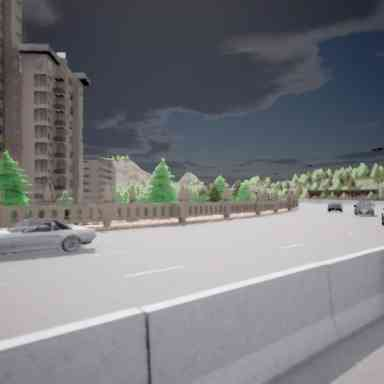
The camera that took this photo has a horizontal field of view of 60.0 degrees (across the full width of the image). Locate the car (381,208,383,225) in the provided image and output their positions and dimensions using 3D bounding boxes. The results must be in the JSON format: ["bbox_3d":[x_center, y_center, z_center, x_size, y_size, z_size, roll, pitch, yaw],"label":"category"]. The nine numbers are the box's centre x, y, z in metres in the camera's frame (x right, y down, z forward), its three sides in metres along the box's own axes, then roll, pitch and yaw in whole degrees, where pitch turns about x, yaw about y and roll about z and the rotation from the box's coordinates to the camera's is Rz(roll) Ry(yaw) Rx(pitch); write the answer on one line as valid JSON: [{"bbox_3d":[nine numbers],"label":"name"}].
[{"bbox_3d":[15.568,1.568,24.879,2.097,1.767,4.553,0,-1,36],"label":"car"}]

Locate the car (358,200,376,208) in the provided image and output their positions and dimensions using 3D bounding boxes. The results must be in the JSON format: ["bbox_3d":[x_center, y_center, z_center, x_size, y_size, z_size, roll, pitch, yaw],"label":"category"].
[{"bbox_3d":[32.239,2.154,61.430,1.994,1.385,4.181,0,-1,12],"label":"car"}]

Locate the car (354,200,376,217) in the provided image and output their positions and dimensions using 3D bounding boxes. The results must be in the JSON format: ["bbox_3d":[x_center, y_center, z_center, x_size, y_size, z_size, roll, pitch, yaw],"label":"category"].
[{"bbox_3d":[18.747,1.830,36.037,2.128,1.511,4.902,0,-1,29],"label":"car"}]

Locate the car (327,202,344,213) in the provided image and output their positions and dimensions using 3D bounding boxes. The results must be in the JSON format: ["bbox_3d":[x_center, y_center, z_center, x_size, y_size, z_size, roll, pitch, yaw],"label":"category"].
[{"bbox_3d":[19.263,1.987,44.501,2.033,1.411,5.357,0,-1,25],"label":"car"}]

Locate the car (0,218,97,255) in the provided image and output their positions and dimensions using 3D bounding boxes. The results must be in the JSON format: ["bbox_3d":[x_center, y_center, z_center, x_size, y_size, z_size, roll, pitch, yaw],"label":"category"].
[{"bbox_3d":[-6.214,1.681,12.602,4.718,1.301,1.895,0,-1,-38],"label":"car"}]
